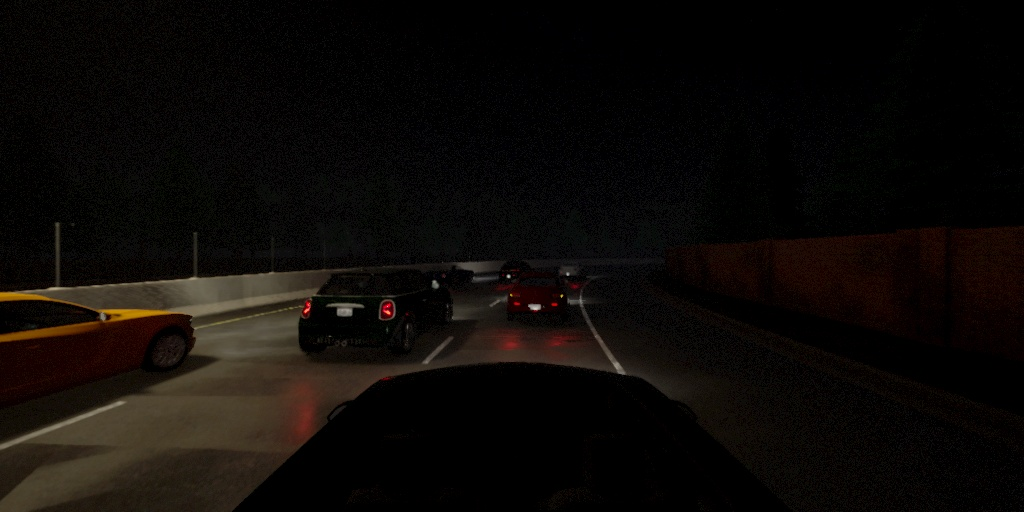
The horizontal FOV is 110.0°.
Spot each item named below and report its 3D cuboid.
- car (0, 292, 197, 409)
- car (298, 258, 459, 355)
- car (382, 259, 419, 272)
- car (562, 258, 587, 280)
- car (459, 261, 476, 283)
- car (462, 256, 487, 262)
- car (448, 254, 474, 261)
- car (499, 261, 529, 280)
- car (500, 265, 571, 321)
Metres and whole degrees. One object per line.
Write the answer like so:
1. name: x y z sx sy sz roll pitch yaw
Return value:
1. car: -6.722 1.181 4.443 1.882 1.535 5.008 0 0 2
2. car: -2.928 1.049 8.762 2.097 1.767 4.553 0 0 5
3. car: -12.935 1.031 41.866 1.994 1.385 4.181 0 0 22
4. car: 5.006 1.146 29.532 1.812 1.442 4.674 0 0 19
5. car: -4.080 1.211 23.465 1.895 1.301 4.718 0 0 14
6. car: -3.925 1.056 45.028 1.994 1.385 4.181 0 0 26
7. car: -6.893 0.691 46.998 2.150 2.045 5.566 0 0 26
8. car: 0.445 1.119 26.711 1.837 1.490 4.892 0 0 16
9. car: 0.932 1.222 12.152 1.812 1.442 4.674 0 0 7
